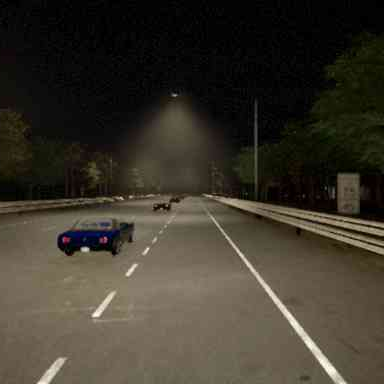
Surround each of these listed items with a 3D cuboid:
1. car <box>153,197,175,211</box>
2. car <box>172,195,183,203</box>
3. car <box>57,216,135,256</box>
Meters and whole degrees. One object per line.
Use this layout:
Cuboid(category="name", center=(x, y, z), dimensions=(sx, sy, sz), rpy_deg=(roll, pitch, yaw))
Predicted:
Cuboid(category="car", center=(-3.486, 1.618, 40.119), dimensions=(1.895, 1.301, 4.718), rpy_deg=(0, 0, 0))
Cuboid(category="car", center=(-3.425, 1.412, 69.273), dimensions=(2.097, 1.767, 4.553), rpy_deg=(0, 0, 0))
Cuboid(category="car", center=(-3.499, 1.605, 13.130), dimensions=(1.895, 1.301, 4.718), rpy_deg=(0, 0, 0))
